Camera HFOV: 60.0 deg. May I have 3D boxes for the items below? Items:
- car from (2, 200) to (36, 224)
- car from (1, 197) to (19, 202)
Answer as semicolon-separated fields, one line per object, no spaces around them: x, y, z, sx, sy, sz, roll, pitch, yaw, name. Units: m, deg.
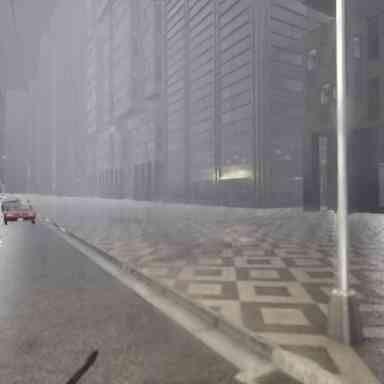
-12.389;1.518;23.832;1.895;1.301;4.718;0;0;-30;car
-20.595;1.355;37.989;2.128;1.511;4.902;0;0;-30;car
